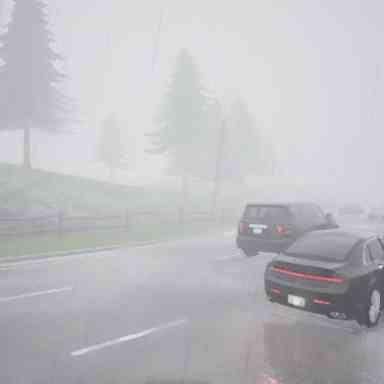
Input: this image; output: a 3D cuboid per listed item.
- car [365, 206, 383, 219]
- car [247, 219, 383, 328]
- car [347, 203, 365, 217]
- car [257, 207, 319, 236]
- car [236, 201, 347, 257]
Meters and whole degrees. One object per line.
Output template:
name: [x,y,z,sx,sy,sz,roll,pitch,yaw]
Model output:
car: [17.668,1.909,30.712,1.895,1.301,4.718,-1,-1,37]
car: [3.459,1.584,7.285,1.837,1.490,4.892,0,0,45]
car: [17.476,1.925,36.283,2.033,1.411,5.357,-1,-1,37]
car: [6.309,1.788,21.433,2.033,1.411,5.357,-1,-1,37]
car: [3.866,1.366,12.761,2.150,2.045,5.566,-1,-1,41]
